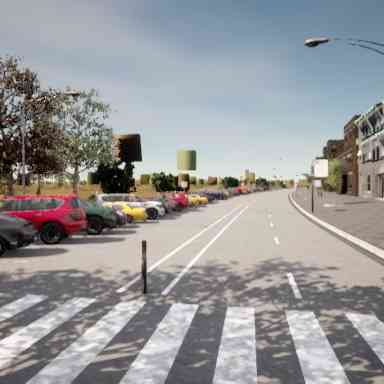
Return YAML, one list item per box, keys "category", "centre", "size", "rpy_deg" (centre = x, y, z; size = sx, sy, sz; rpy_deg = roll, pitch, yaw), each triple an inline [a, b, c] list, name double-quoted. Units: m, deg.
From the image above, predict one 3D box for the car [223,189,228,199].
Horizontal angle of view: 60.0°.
- category: "car"
  centre: [3.408, 0.677, 60.720]
  size: [5.008, 1.535, 2.097]
  rpy_deg: [-1, 1, -5]

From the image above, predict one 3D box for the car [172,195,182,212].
- category: "car"
  centre: [-3.722, 1.388, 31.859]
  size: [4.792, 1.488, 2.163]
  rpy_deg: [-1, 1, -8]

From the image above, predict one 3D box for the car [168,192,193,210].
- category: "car"
  centre: [-3.066, 1.061, 34.755]
  size: [5.566, 2.045, 2.435]
  rpy_deg: [-1, 1, -7]

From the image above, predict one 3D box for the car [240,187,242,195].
- category: "car"
  centre: [9.066, 0.238, 80.727]
  size: [4.674, 1.452, 2.002]
  rpy_deg: [-1, 1, -4]

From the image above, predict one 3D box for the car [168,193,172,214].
- category: "car"
  centre: [-4.314, 1.268, 28.966]
  size: [4.553, 1.767, 2.185]
  rpy_deg: [-1, 1, -8]

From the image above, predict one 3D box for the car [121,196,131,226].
- category: "car"
  centre: [-6.247, 1.315, 20.235]
  size: [4.553, 1.767, 2.185]
  rpy_deg: [-1, 0, -8]

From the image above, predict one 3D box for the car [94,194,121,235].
- category: "car"
  centre: [-6.790, 1.188, 17.339]
  size: [5.566, 2.045, 2.435]
  rpy_deg: [-1, 0, -9]

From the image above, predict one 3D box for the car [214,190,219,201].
- category: "car"
  centre: [1.157, 0.895, 52.099]
  size: [5.008, 1.535, 2.097]
  rpy_deg: [-1, 1, -6]

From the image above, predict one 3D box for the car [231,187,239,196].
- category: "car"
  centre: [7.388, 0.332, 75.029]
  size: [4.892, 1.521, 2.231]
  rpy_deg: [-1, 1, -4]

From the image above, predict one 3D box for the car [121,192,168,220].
- category: "car"
  centre: [-4.954, 1.168, 26.065]
  size: [5.566, 2.045, 2.435]
  rpy_deg: [-1, 0, -8]

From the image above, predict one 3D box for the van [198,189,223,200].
- category: "van"
  centre: [2.532, 0.526, 57.822]
  size: [4.442, 1.987, 1.878]
  rpy_deg: [-1, 1, -5]

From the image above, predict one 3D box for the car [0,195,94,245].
- category: "car"
  centre: [-7.435, 1.187, 14.407]
  size: [5.566, 2.045, 2.435]
  rpy_deg: [-1, 0, -9]

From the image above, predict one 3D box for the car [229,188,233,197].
- category: "car"
  centre: [4.978, 0.536, 66.444]
  size: [5.008, 1.535, 2.097]
  rpy_deg: [-1, 1, -5]

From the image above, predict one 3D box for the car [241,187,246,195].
- category: "car"
  centre: [9.888, -0.117, 83.558]
  size: [5.566, 2.045, 2.435]
  rpy_deg: [-1, 1, -3]

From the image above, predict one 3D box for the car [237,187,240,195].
- category: "car"
  centre: [8.256, 0.138, 77.869]
  size: [4.553, 1.767, 2.185]
  rpy_deg: [-1, 1, -4]

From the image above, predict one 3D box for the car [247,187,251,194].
- category: "car"
  centre: [12.737, -0.062, 92.091]
  size: [5.366, 1.575, 1.946]
  rpy_deg: [-1, 1, -3]

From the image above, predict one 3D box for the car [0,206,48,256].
- category: "car"
  centre: [-7.979, 1.438, 11.496]
  size: [4.892, 1.521, 2.231]
  rpy_deg: [-1, 0, -9]

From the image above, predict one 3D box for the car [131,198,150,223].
- category: "car"
  centre: [-5.787, 1.435, 23.110]
  size: [5.366, 1.575, 1.946]
  rpy_deg: [-1, 0, -8]

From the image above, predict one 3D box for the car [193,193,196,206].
- category: "car"
  centre: [-2.370, 1.257, 37.668]
  size: [4.892, 1.521, 2.231]
  rpy_deg: [-1, 1, -7]

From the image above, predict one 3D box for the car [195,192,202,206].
- category: "car"
  centre: [-1.675, 1.189, 40.555]
  size: [5.008, 1.535, 2.097]
  rpy_deg: [-1, 1, -7]

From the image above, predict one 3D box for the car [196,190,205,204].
- category: "car"
  centre: [-1.017, 0.991, 43.444]
  size: [4.553, 1.767, 2.185]
  rpy_deg: [-1, 1, -6]

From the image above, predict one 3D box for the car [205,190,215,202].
- category: "car"
  centre: [0.443, 0.969, 49.209]
  size: [5.008, 1.535, 2.097]
  rpy_deg: [-1, 1, -6]

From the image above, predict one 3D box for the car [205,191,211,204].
- category: "car"
  centre: [-0.465, 1.044, 46.308]
  size: [5.366, 1.575, 1.946]
  rpy_deg: [-1, 1, -6]
